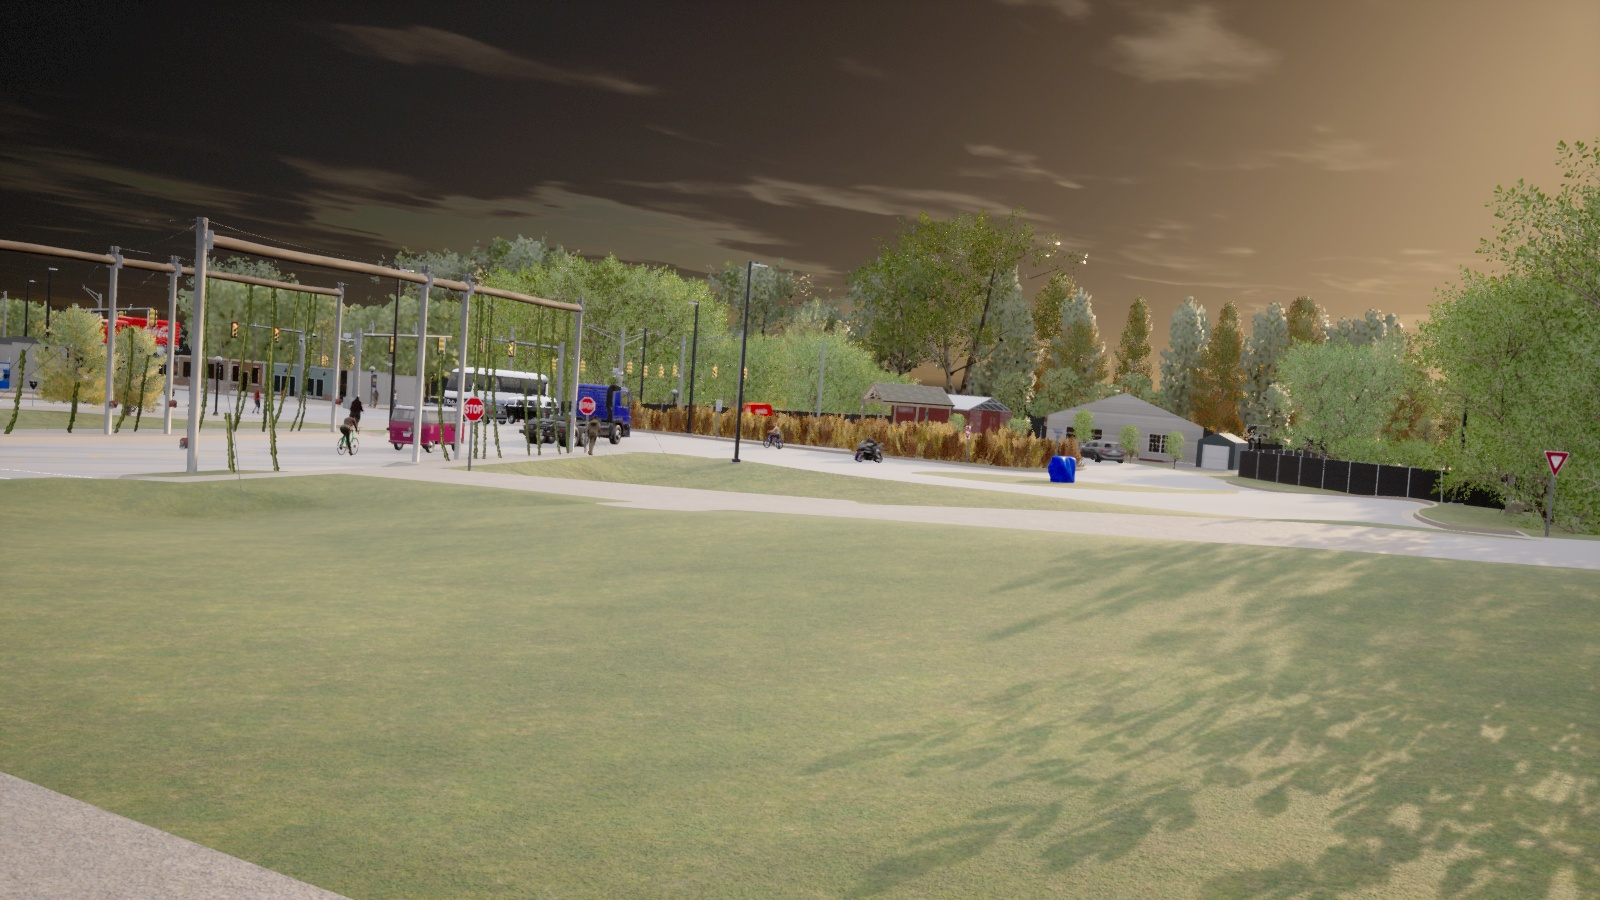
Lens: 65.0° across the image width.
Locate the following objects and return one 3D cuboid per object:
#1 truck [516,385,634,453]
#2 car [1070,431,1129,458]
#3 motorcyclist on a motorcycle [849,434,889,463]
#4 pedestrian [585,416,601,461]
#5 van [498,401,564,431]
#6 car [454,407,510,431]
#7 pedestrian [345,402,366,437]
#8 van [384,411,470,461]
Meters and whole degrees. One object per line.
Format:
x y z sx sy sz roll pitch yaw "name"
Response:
-12.518 -1.824 70.636 2.891 3.462 7.936 4 4 19 "truck"
22.415 -0.424 94.174 2.242 1.667 4.611 2 3 -16 "car"
3.839 -0.056 70.199 2.191 1.530 0.866 1 4 -44 "motorcyclist on a motorcycle"
-9.193 -0.508 55.738 0.396 1.930 0.692 4 3 11 "pedestrian"
-19.258 -2.459 89.871 4.480 2.038 2.069 3 3 36 "van"
-22.148 -2.188 87.418 3.705 1.549 1.789 3 3 35 "car"
-24.531 -1.701 69.325 0.634 1.844 0.899 4 3 10 "pedestrian"
-16.402 -0.647 55.472 1.775 1.987 4.442 4 2 10 "van"
